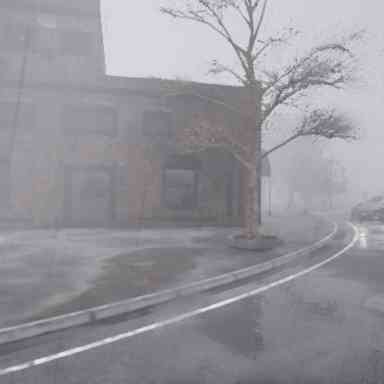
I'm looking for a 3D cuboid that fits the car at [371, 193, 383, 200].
[{"bbox_3d":[17.970,1.303,31.204,2.150,2.045,5.566,0,-1,8],"label":"car"}]

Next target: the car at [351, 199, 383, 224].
[{"bbox_3d":[13.292,1.543,25.139,1.812,1.442,4.674,0,0,16],"label":"car"}]
